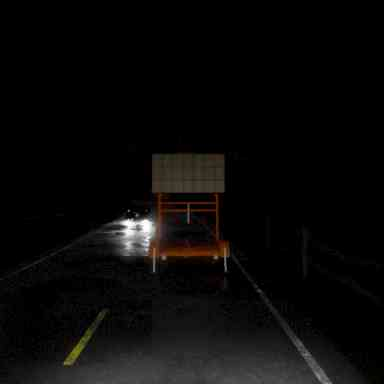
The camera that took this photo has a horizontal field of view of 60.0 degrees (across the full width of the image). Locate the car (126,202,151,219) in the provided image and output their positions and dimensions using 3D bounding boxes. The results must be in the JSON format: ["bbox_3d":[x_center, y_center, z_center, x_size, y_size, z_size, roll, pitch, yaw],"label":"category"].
[{"bbox_3d":[-4.635,1.601,29.161,1.895,1.301,4.718,0,0,-5],"label":"car"}]

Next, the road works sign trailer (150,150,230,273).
[{"bbox_3d":[-0.118,0.464,10.685,2.380,3.560,2.880,0,0,-3],"label":"road works sign trailer"}]
